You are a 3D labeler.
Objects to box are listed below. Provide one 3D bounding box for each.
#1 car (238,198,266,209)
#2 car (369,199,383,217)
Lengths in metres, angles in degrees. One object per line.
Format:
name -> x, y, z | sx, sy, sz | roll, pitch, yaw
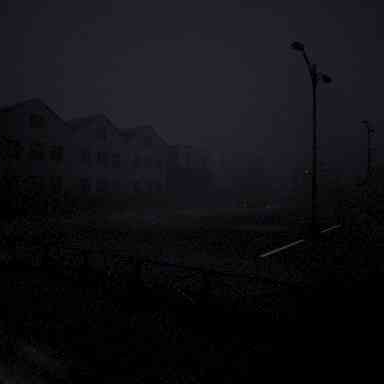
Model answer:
car -> 7.748, 1.409, 42.215 | 1.895, 1.301, 4.718 | 0, 0, 36
car -> 15.523, 1.298, 26.745 | 2.007, 1.523, 4.514 | 0, 0, 35
